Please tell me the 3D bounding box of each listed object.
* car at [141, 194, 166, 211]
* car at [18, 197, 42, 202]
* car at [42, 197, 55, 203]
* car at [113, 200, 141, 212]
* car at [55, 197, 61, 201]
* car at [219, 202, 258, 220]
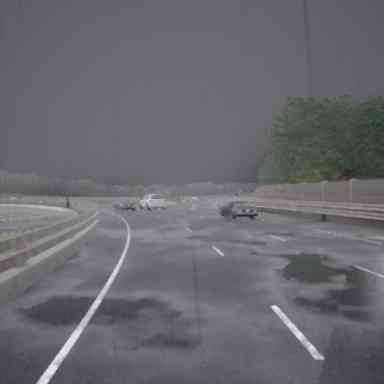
[{"bbox_3d":[-4.957,1.281,41.440,2.150,2.045,5.566,0,0,-24],"label":"car"},{"bbox_3d":[-39.252,1.938,80.419,5.008,1.535,1.882,-1,0,36],"label":"car"},{"bbox_3d":[-37.252,1.923,83.305,5.008,1.535,1.882,-1,0,36],"label":"car"},{"bbox_3d":[-8.266,1.645,40.404,2.033,1.411,5.357,-1,0,-24],"label":"car"},{"bbox_3d":[-35.458,2.020,86.338,4.718,1.301,1.895,-1,0,36],"label":"car"},{"bbox_3d":[3.757,1.502,27.610,2.033,1.411,5.357,-1,0,-11],"label":"car"}]
